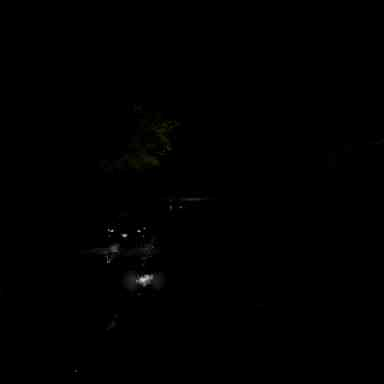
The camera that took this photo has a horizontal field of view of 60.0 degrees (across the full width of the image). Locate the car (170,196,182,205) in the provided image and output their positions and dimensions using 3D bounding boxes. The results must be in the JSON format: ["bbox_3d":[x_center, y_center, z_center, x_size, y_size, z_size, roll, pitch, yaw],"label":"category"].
[{"bbox_3d":[-2.733,1.511,58.179,1.882,1.535,5.008,0,1,1],"label":"car"}]

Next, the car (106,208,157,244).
[{"bbox_3d":[-2.839,1.588,16.435,1.837,1.490,4.892,0,0,0],"label":"car"}]
